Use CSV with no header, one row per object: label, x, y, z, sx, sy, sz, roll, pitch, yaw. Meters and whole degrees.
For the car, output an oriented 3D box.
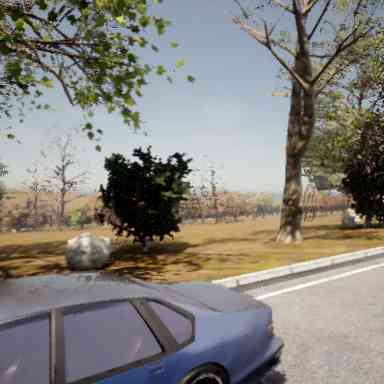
car,-1.506,1.547,2.917,5.357,1.411,2.033,0,0,-36
